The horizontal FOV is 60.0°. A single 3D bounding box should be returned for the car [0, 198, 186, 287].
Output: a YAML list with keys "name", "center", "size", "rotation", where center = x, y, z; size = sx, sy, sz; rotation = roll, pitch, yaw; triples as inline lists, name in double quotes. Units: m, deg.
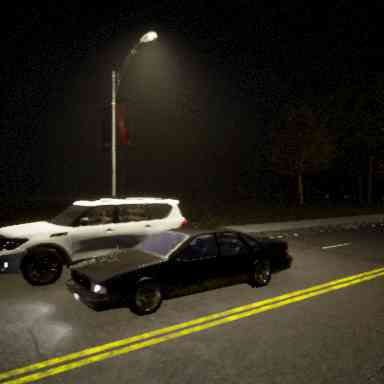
- name: "car"
  center: [-2.687, 1.220, 9.753]
  size: [5.566, 2.045, 2.150]
  rotation: [0, 0, -35]

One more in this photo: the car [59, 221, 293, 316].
- name: "car"
  center: [0.035, 1.544, 7.702]
  size: [5.357, 1.411, 2.033]
  rotation: [0, 0, -35]
